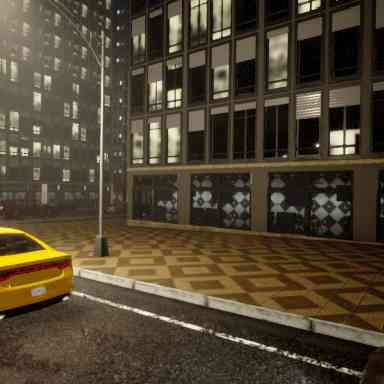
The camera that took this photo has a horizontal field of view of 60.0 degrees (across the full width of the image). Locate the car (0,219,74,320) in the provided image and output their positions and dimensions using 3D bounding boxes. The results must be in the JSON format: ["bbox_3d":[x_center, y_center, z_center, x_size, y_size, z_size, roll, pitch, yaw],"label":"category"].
[{"bbox_3d":[-4.540,1.474,6.890,5.008,1.535,1.882,0,0,35],"label":"car"}]

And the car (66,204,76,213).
[{"bbox_3d":[-15.649,1.763,37.661,1.895,1.301,4.718,1,0,36],"label":"car"}]

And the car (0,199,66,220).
[{"bbox_3d":[-14.387,1.519,29.600,2.192,1.841,5.009,1,0,36],"label":"car"}]

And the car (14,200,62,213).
[{"bbox_3d":[-17.912,1.643,38.964,1.752,1.417,4.829,1,0,36],"label":"car"}]

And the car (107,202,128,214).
[{"bbox_3d":[-7.617,1.830,38.831,1.752,1.417,4.829,1,0,36],"label":"car"}]

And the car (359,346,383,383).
[{"bbox_3d":[3.479,1.548,1.217,5.357,1.411,2.033,0,0,35],"label":"car"}]
